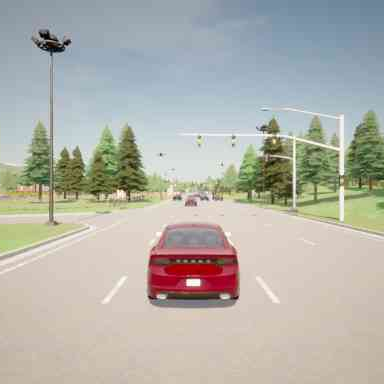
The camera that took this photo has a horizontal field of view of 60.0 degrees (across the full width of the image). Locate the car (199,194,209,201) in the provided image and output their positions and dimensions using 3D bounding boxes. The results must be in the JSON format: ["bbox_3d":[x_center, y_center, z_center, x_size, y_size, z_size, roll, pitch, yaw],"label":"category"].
[{"bbox_3d":[3.254,1.516,84.101,1.812,1.442,4.674,0,0,0],"label":"car"}]

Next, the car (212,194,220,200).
[{"bbox_3d":[6.724,1.372,94.115,2.033,1.411,5.357,0,0,0],"label":"car"}]

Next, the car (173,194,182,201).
[{"bbox_3d":[-3.745,1.469,83.664,1.882,1.535,5.008,0,0,0],"label":"car"}]

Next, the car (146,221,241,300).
[{"bbox_3d":[0.038,1.478,8.459,1.882,1.535,5.008,0,0,0],"label":"car"}]

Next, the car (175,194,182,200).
[{"bbox_3d":[-3.776,1.310,94.084,1.882,1.535,5.008,0,0,0],"label":"car"}]

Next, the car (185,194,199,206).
[{"bbox_3d":[-0.155,1.525,53.062,1.812,1.442,4.674,0,0,0],"label":"car"}]

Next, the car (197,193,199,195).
[{"bbox_3d":[3.224,1.357,94.105,2.128,1.511,4.902,0,0,0],"label":"car"}]

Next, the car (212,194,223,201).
[{"bbox_3d":[6.755,1.516,83.695,2.128,1.511,4.902,0,0,0],"label":"car"}]
